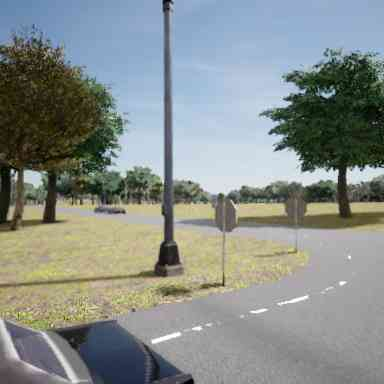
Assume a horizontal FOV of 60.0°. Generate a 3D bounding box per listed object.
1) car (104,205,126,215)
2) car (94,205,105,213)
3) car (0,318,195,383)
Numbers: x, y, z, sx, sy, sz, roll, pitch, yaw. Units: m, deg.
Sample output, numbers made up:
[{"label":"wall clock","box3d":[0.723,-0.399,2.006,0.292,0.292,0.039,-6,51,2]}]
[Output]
[{"label":"car","box3d":[-12.616,3.022,55.639,1.994,1.385,4.181,1,-2,-33]},{"label":"car","box3d":[-16.477,3.128,61.379,2.033,1.411,5.357,1,-2,-34]},{"label":"car","box3d":[-2.361,1.810,2.264,4.718,1.301,1.895,0,-1,-36]}]
